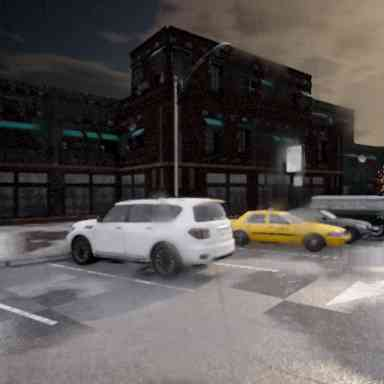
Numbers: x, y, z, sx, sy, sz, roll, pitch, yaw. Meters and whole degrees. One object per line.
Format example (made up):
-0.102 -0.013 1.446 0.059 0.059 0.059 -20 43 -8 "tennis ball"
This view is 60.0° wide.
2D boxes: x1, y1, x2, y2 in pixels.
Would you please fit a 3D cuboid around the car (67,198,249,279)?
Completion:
-1.408 1.231 10.241 5.566 2.045 2.435 -1 0 33 "car"

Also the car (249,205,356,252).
3.584 1.441 13.742 5.366 1.575 1.946 -1 -1 33 "car"

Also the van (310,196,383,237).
8.132 1.189 17.508 4.442 1.987 1.878 -1 0 33 "van"

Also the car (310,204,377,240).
5.830 1.470 15.651 4.674 1.452 2.002 -1 -1 33 "car"
